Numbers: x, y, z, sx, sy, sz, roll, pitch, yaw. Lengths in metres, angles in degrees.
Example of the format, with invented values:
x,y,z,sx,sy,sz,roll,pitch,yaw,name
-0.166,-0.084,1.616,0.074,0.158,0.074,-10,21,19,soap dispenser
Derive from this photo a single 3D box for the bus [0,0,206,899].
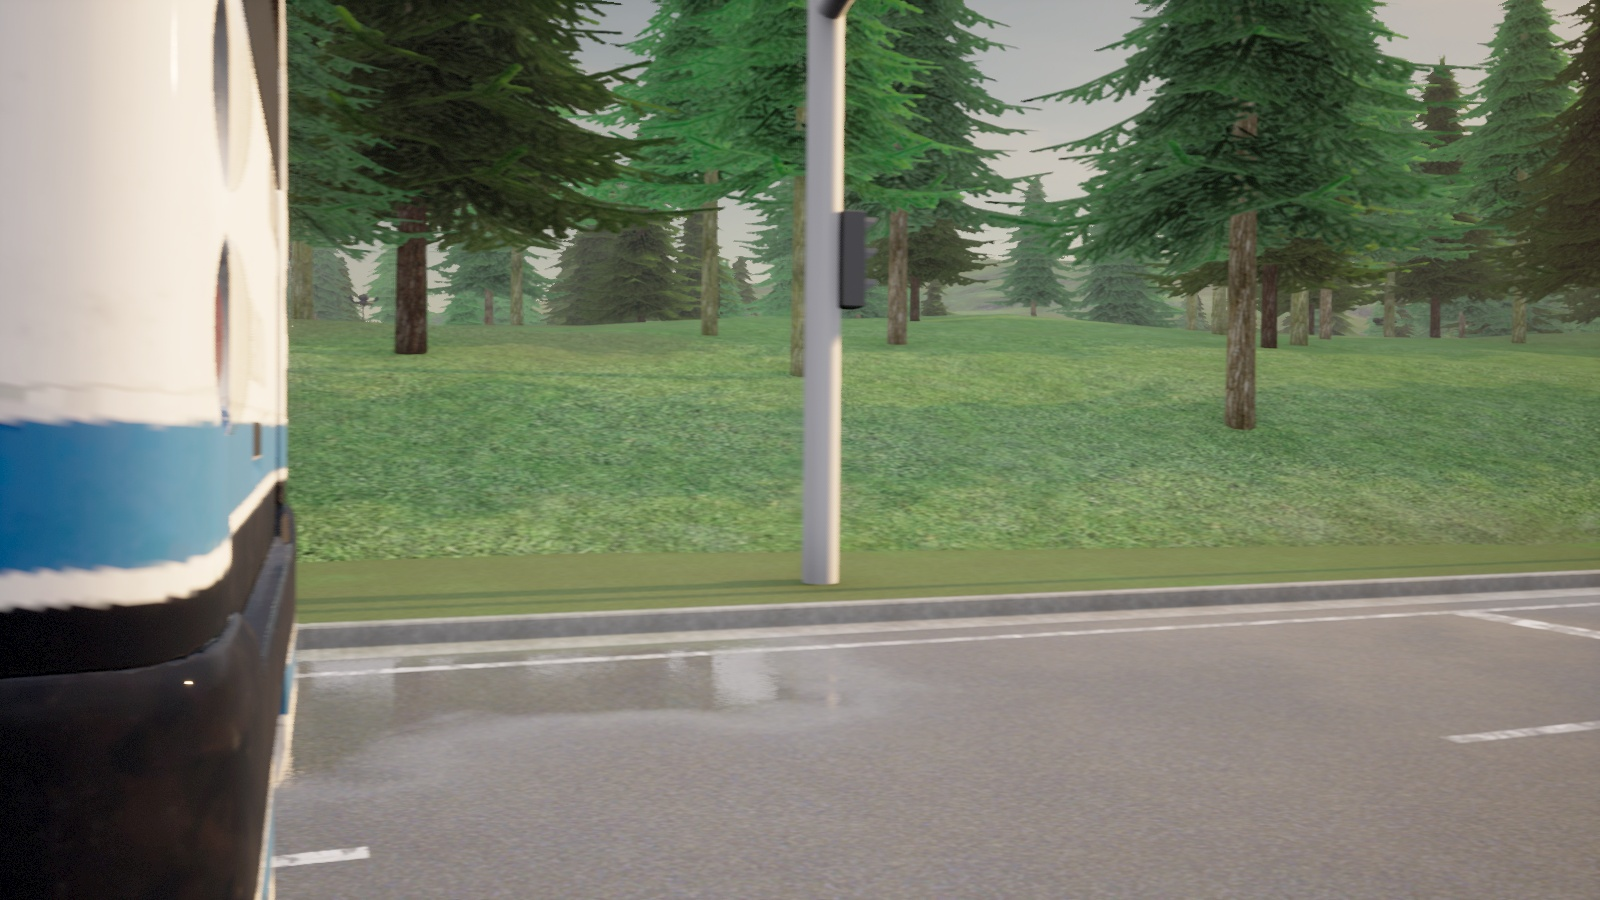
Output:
x,y,z,sx,sy,sz,roll,pitch,yaw,name
-6.273,-0.525,0.841,10.273,4.253,3.944,-1,1,-21,bus
